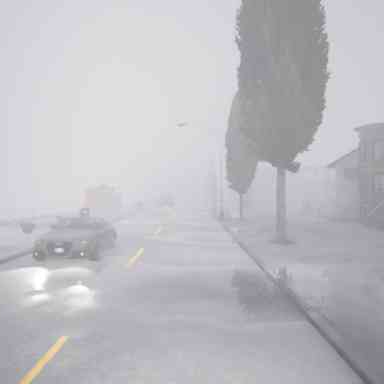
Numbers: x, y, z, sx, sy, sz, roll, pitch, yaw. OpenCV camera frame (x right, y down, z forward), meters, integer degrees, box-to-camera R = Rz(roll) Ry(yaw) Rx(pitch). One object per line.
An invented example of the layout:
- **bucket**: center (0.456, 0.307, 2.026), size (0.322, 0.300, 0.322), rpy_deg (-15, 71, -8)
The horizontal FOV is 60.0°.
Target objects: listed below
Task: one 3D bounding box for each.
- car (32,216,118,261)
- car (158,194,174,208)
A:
- **car**: center (-4.078, 1.600, 12.217), size (1.994, 1.385, 4.181), rpy_deg (0, 0, 0)
- **car**: center (-4.012, 1.368, 51.647), size (2.150, 2.045, 5.566), rpy_deg (0, 0, 0)
